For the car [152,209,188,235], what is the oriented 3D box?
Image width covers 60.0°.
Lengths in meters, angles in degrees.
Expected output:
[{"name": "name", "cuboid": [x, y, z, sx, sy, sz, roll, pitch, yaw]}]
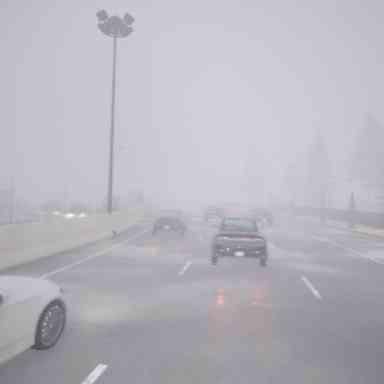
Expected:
[{"name": "car", "cuboid": [-1.252, 1.767, 20.402, 1.812, 1.442, 4.674, 2, -1, 3]}]

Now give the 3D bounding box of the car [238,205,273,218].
[{"name": "car", "cuboid": [5.664, 2.062, 29.017, 1.837, 1.490, 4.892, 2, -1, -3]}]

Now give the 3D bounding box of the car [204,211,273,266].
[{"name": "car", "cuboid": [1.714, 1.712, 12.548, 2.128, 1.511, 4.902, 2, -1, 6]}]

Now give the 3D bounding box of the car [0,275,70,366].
[{"name": "car", "cuboid": [-3.173, 1.484, 3.441, 1.812, 1.442, 4.674, 2, -1, 11]}]

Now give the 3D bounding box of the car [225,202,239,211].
[{"name": "car", "cuboid": [4.569, 2.033, 40.582, 2.097, 1.767, 4.553, 2, -1, -10]}]

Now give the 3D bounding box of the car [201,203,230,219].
[{"name": "car", "cuboid": [1.984, 1.994, 31.783, 1.837, 1.490, 4.892, 2, -1, -4]}]
